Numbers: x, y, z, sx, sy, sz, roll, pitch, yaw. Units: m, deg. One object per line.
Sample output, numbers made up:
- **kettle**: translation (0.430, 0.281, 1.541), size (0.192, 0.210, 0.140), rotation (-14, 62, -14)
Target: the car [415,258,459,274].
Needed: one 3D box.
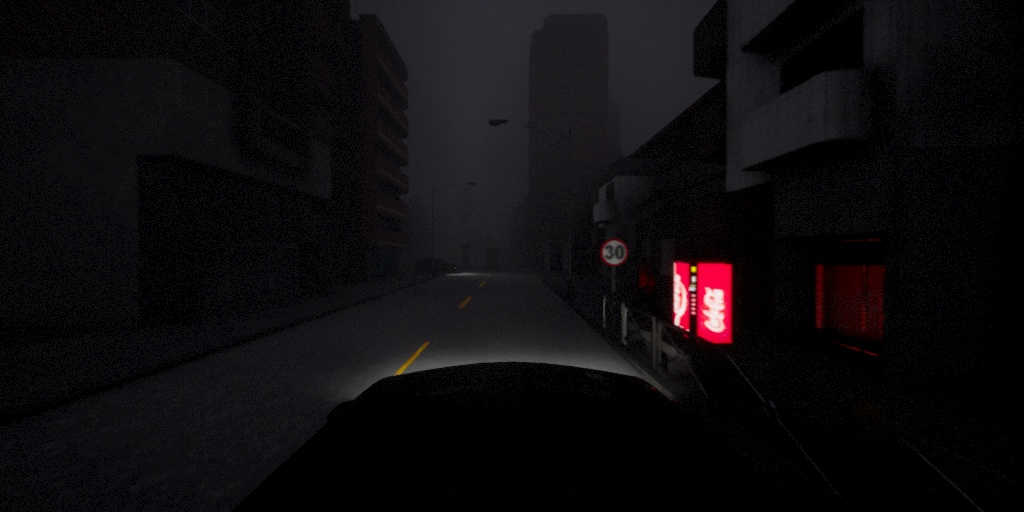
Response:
- **car**: translation (-7.378, 0.920, 35.024), size (4.892, 1.490, 1.837), rotation (0, -1, 32)

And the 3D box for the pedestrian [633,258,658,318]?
- **pedestrian**: translation (3.428, 0.864, 9.206), size (0.375, 1.860, 0.375), rotation (0, 1, 0)

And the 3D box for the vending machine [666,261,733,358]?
- **vending machine**: translation (4.300, 1.100, 8.169), size (1.100, 2.100, 0.880), rotation (0, 0, 0)
